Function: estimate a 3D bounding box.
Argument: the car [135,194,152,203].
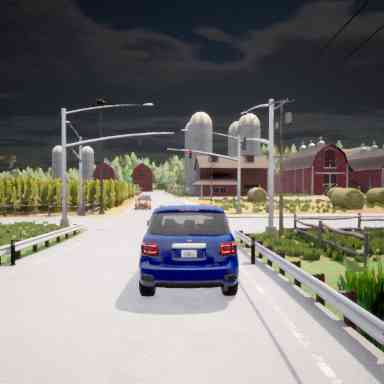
[{"bbox_3d":[-6.374,1.345,43.553,2.097,1.767,4.553,0,1,-7],"label":"car"}]

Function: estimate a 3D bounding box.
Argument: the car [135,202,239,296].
[{"bbox_3d":[-0.106,1.367,9.096,2.150,2.045,5.566,0,-2,-1],"label":"car"}]

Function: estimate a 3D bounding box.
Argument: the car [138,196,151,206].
[{"bbox_3d":[-7.596,1.402,53.348,1.994,1.385,4.181,0,1,-7],"label":"car"}]

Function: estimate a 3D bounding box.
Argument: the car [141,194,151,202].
[{"bbox_3d":[-9.351,1.178,67.608,1.994,1.385,4.181,0,1,-7],"label":"car"}]
